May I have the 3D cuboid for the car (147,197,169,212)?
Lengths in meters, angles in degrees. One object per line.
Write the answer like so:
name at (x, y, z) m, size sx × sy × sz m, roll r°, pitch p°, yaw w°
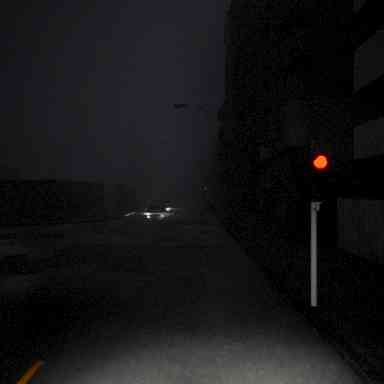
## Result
car at (-4.158, 1.478, 39.535) m, size 1.882 × 1.535 × 5.008 m, roll 0°, pitch 0°, yaw 0°

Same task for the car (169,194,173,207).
car at (-4.142, 1.505, 49.562) m, size 1.837 × 1.490 × 4.892 m, roll 0°, pitch 0°, yaw 1°
